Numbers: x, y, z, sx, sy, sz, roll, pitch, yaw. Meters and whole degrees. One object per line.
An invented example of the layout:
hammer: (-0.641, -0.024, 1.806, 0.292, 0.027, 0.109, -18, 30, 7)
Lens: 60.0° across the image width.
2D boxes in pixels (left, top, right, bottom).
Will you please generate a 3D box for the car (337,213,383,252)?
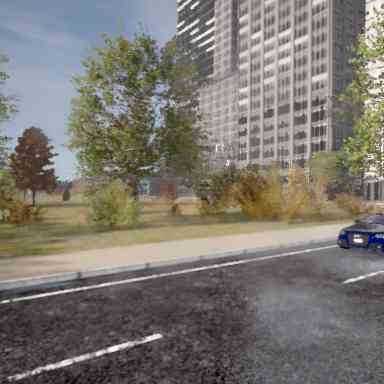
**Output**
car: (7.587, 1.558, 13.091, 4.181, 1.385, 1.994, 0, 0, -35)
